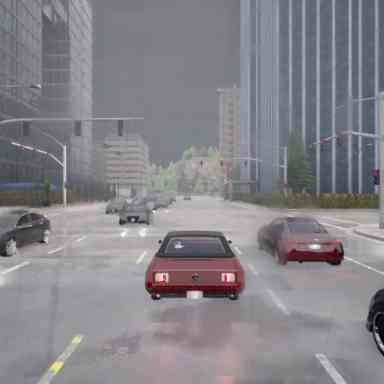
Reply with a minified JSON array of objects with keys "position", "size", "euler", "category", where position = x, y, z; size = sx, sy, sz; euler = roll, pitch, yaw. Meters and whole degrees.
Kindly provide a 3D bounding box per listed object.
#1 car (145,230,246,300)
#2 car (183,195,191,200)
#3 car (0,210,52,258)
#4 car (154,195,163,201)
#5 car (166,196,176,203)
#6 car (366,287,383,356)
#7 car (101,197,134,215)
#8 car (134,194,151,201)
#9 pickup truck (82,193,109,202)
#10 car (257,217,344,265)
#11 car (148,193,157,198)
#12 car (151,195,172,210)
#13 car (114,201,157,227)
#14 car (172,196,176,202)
[{"position":[0.074,1.601,8.329],"size":[1.895,1.301,4.718],"euler":[0,0,0],"category":"car"},{"position":[-1.259,1.552,88.602],"size":[1.994,1.385,4.181],"euler":[0,0,-1],"category":"car"},{"position":[-7.104,1.505,12.872],"size":[1.837,1.490,4.892],"euler":[0,0,0],"category":"car"},{"position":[-8.162,1.362,81.731],"size":[1.812,1.442,4.674],"euler":[0,0,-1],"category":"car"},{"position":[-4.540,1.539,73.100],"size":[2.033,1.411,5.357],"euler":[0,0,-1],"category":"car"},{"position":[3.609,1.564,3.275],"size":[1.994,1.385,4.181],"euler":[0,0,-1],"category":"car"},{"position":[-7.487,1.505,33.790],"size":[1.837,1.490,4.892],"euler":[0,0,-1],"category":"car"},{"position":[-7.796,1.491,49.515],"size":[2.128,1.511,4.902],"euler":[0,0,-1],"category":"car"},{"position":[-21.167,1.058,73.386],"size":[2.390,2.098,6.274],"euler":[0,0,30],"category":"pickup truck"},{"position":[3.581,1.564,11.686],"size":[1.994,1.385,4.181],"euler":[0,0,0],"category":"car"},{"position":[-7.967,1.224,66.230],"size":[2.150,2.045,5.566],"euler":[0,0,0],"category":"car"},{"position":[-3.910,1.504,42.914],"size":[1.837,1.490,4.892],"euler":[0,0,-5],"category":"car"},{"position":[-3.741,1.564,22.890],"size":[1.994,1.385,4.181],"euler":[0,0,-1],"category":"car"},{"position":[-4.401,1.490,57.785],"size":[2.128,1.511,4.902],"euler":[0,0,-1],"category":"car"}]
